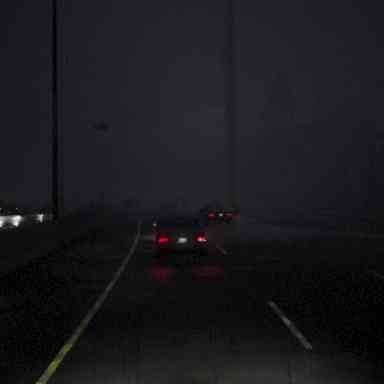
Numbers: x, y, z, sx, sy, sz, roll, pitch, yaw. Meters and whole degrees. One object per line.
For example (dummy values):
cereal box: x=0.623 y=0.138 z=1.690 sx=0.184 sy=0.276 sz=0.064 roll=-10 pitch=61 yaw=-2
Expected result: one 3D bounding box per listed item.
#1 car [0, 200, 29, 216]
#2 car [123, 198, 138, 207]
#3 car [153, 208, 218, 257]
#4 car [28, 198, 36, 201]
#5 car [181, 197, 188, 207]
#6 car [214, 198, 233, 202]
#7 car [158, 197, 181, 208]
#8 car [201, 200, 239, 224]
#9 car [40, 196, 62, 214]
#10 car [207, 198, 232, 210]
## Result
car: x=-18.983 y=1.763 z=35.613 sx=1.895 sy=1.301 sz=4.718 roll=0 pitch=0 yaw=-15
car: x=-9.946 y=1.633 z=53.699 sx=2.128 sy=1.511 sz=4.902 roll=0 pitch=0 yaw=-21
car: x=-0.524 y=1.572 z=13.014 sx=2.033 sy=1.411 sz=5.357 roll=0 pitch=0 yaw=-5
car: x=-35.638 y=1.525 z=73.687 sx=1.895 sy=1.301 sz=4.718 roll=0 pitch=0 yaw=-33
car: x=-2.148 y=1.603 z=52.724 sx=1.837 sy=1.490 sz=4.892 roll=0 pitch=0 yaw=-20
car: x=3.213 y=1.515 z=34.130 sx=1.882 sy=1.535 sz=5.008 roll=0 pitch=0 yaw=-13
car: x=-3.348 y=1.568 z=45.087 sx=1.882 sy=1.535 sz=5.008 roll=0 pitch=0 yaw=-17
car: x=1.511 y=1.579 z=24.547 sx=2.033 sy=1.411 sz=5.357 roll=0 pitch=0 yaw=-9
car: x=-16.057 y=1.628 z=38.089 sx=1.882 sy=1.535 sz=5.008 roll=0 pitch=0 yaw=-16
car: x=3.740 y=1.579 z=45.971 sx=1.812 sy=1.442 sz=4.674 roll=0 pitch=0 yaw=-17
